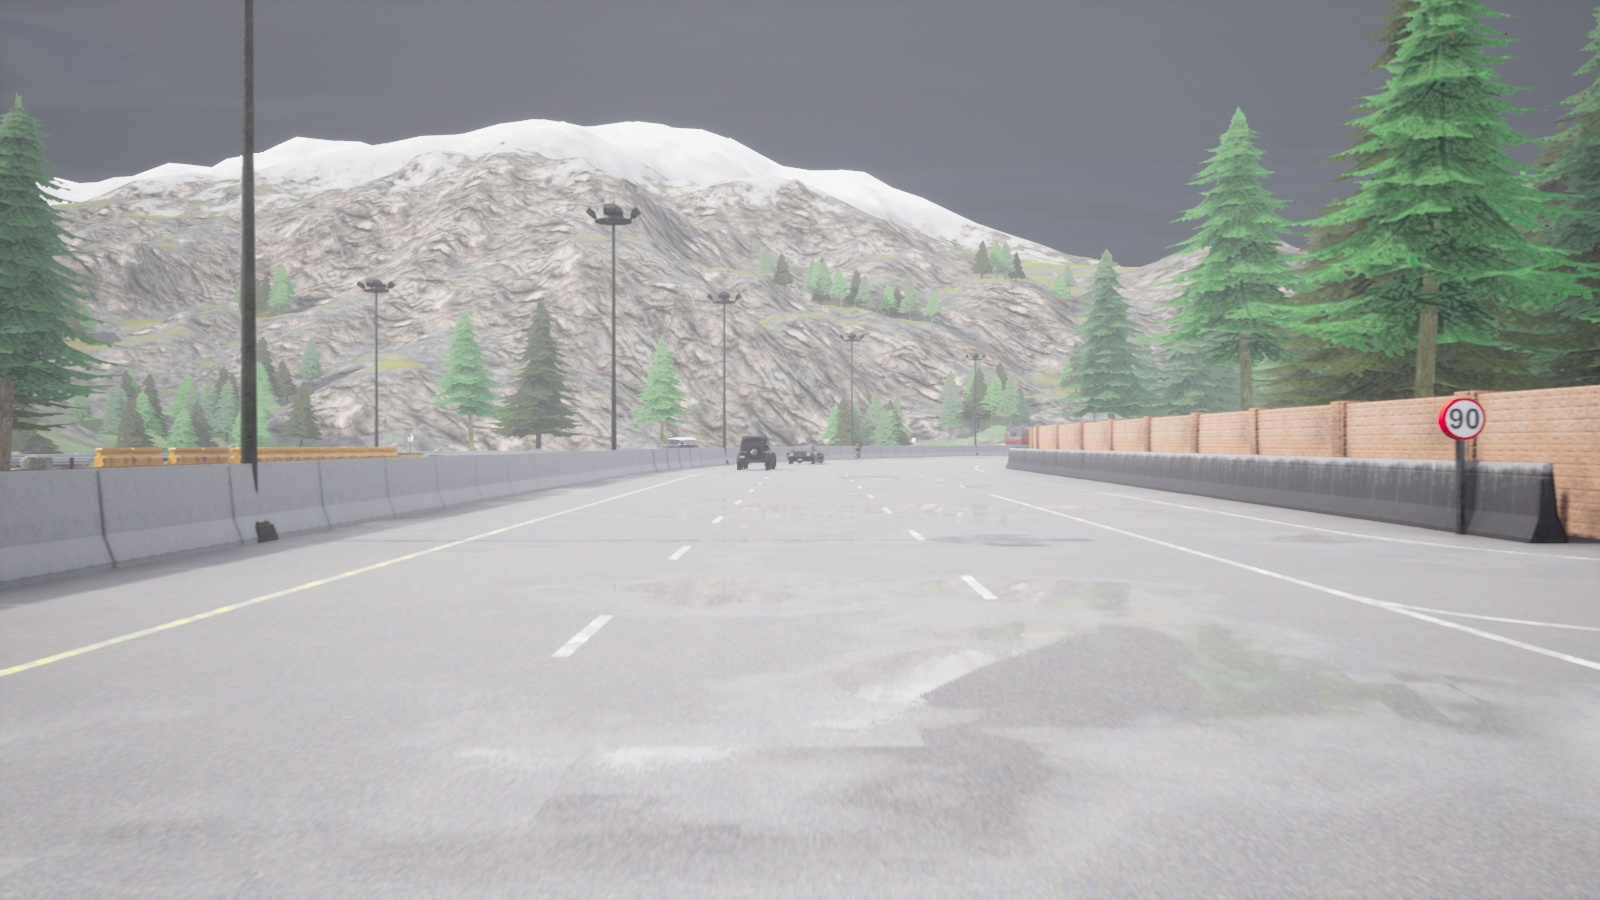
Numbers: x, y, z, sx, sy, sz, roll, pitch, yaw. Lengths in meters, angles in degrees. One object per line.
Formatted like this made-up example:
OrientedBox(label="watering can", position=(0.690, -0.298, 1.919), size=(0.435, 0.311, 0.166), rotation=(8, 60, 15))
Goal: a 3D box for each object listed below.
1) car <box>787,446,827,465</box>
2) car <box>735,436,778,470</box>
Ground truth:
OrientedBox(label="car", position=(0.522, 0.349, 88.418), size=(1.895, 1.301, 4.718), rotation=(0, 0, 12))
OrientedBox(label="car", position=(-2.389, 0.146, 70.167), size=(1.905, 1.878, 3.866), rotation=(0, 1, 6))
